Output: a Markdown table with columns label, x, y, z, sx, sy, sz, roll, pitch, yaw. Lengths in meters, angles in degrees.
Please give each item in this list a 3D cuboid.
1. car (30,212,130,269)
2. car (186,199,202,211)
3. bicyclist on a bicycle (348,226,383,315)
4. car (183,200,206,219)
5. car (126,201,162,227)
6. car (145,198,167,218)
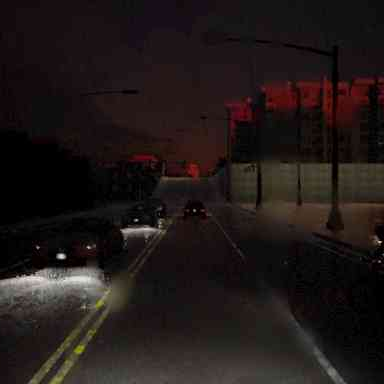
| label | x | y | z | sx | sy | sz | roll | pitch | yaw |
| --- | --- | --- | --- | --- | --- | --- | --- | --- | --- |
| car | -3.550 | 1.562 | 11.010 | 1.994 | 1.385 | 4.181 | 0 | 0 | 0 |
| car | 0.278 | 1.592 | 41.696 | 1.895 | 1.301 | 4.718 | 0 | 0 | 0 |
| bicyclist on a bicycle | 3.671 | 1.444 | 6.098 | 1.656 | 1.620 | 0.582 | -2 | 0 | 0 |
| car | 0.225 | 1.540 | 29.089 | 2.033 | 1.411 | 5.357 | 0 | 0 | 0 |
| car | -3.412 | 1.559 | 22.447 | 1.994 | 1.385 | 4.181 | 0 | 0 | 1 |
| car | -3.429 | 1.346 | 29.490 | 2.097 | 1.767 | 4.553 | 0 | 0 | 1 |
